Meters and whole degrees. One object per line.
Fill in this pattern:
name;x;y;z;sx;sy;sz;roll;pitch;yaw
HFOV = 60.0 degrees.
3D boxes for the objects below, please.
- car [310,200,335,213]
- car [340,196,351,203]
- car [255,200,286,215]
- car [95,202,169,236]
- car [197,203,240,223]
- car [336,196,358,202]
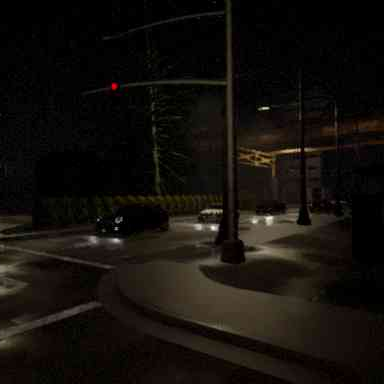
car;15.205;1.606;38.846;1.812;1.442;4.674;-1;-1;36
car;31.771;1.597;68.086;4.974;1.542;2.038;0;-1;-29
car;8.478;1.608;35.835;1.882;1.535;5.008;-1;-1;36
car;-3.398;1.476;19.493;2.097;1.767;4.553;-1;-1;36
car;2.310;1.653;27.344;1.812;1.442;4.674;-1;-1;36
car;31.814;1.440;68.113;4.536;1.218;1.853;0;-1;-29
